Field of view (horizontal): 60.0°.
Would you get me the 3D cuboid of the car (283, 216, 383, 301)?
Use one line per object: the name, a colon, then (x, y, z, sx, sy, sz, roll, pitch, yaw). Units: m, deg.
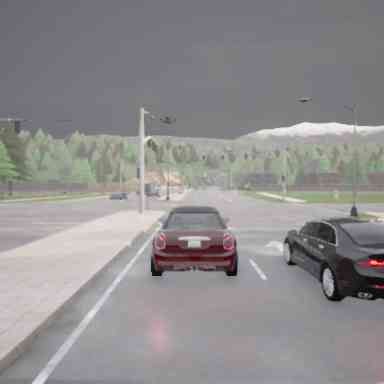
car: (3.559, 1.340, 7.862, 1.837, 1.490, 4.892, 0, 1, 0)

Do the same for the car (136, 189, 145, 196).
car: (-10.701, -0.107, 71.277, 2.097, 1.767, 4.553, 0, 1, 1)

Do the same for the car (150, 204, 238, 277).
car: (0.069, 1.152, 9.731, 2.097, 1.767, 4.553, 0, 1, 0)

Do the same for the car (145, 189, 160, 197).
car: (-7.338, 0.218, 63.873, 1.812, 1.442, 4.674, 0, 1, 1)

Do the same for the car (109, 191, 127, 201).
car: (-11.024, 0.558, 49.868, 1.812, 1.442, 4.674, 0, 2, 1)
